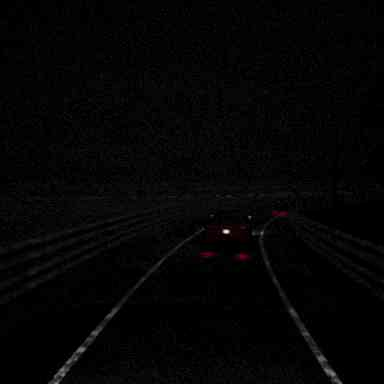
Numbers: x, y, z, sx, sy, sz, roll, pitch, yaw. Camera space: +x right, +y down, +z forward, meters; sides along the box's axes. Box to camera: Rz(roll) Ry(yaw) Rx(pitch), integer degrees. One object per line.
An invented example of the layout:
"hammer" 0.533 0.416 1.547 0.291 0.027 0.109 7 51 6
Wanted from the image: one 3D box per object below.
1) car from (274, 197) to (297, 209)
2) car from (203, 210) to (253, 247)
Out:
"car" 11.651 1.315 41.182 2.128 1.511 4.902 2 2 30
"car" 1.745 1.531 15.168 1.994 1.385 4.181 1 0 11
